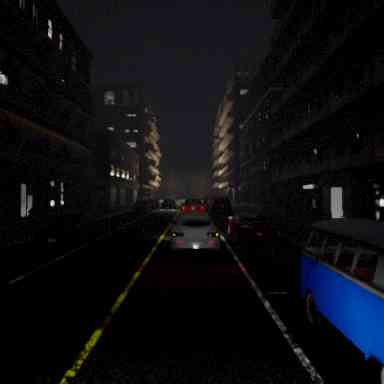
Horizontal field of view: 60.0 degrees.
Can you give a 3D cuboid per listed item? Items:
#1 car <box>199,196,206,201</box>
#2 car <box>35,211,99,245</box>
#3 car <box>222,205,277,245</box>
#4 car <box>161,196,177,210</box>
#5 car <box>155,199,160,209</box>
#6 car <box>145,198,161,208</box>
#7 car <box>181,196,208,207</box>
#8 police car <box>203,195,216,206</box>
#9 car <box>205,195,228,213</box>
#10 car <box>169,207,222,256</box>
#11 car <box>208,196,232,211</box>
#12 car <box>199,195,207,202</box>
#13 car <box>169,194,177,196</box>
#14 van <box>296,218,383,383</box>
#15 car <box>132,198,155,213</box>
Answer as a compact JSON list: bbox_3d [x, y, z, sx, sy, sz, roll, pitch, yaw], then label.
[{"bbox_3d":[2.715,1.633,87.985,1.802,1.307,4.206,1,0,0],"label":"car"},{"bbox_3d":[-5.677,1.574,15.600,1.947,1.339,4.313,1,0,0],"label":"car"},{"bbox_3d":[2.704,1.553,15.559,1.887,1.381,4.507,1,0,0],"label":"car"},{"bbox_3d":[-3.087,1.571,44.436,2.033,1.411,5.357,0,0,0],"label":"car"},{"bbox_3d":[-5.672,1.605,43.456,1.802,1.307,4.206,1,0,0],"label":"car"},{"bbox_3d":[-5.672,1.608,49.027,1.802,1.307,4.206,1,0,0],"label":"car"},{"bbox_3d":[0.090,1.367,29.834,2.097,1.767,4.553,0,0,0],"label":"car"},{"bbox_3d":[3.008,1.458,58.433,1.930,1.638,5.238,0,0,0],"label":"police car"},{"bbox_3d":[2.710,1.335,37.843,2.192,1.841,5.009,1,0,0],"label":"car"},{"bbox_3d":[0.089,1.533,13.050,1.812,1.442,4.674,0,0,-1],"label":"car"},{"bbox_3d":[2.709,1.332,32.273,2.192,1.841,5.009,1,0,0],"label":"car"},{"bbox_3d":[2.715,1.573,82.583,1.752,1.417,4.829,1,0,0],"label":"car"},{"bbox_3d":[-5.664,1.620,93.597,1.947,1.339,4.313,1,0,0],"label":"car"},{"bbox_3d":[2.704,1.344,4.419,1.690,1.788,3.998,1,0,0],"label":"van"},{"bbox_3d":[-5.673,1.565,37.886,1.887,1.381,4.507,1,0,0],"label":"car"}]
